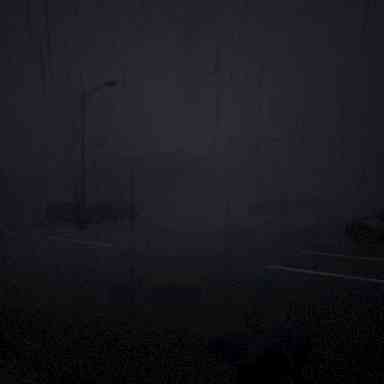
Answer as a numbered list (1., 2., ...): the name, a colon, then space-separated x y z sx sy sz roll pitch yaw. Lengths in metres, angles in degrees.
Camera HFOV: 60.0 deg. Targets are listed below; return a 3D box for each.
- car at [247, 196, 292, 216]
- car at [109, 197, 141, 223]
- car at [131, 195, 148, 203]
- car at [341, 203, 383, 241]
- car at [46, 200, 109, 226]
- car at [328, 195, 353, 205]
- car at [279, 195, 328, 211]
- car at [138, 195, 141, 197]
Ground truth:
1. car: 6.857 1.385 30.430 3.633 1.501 1.845 0 0 36
2. car: -6.317 1.440 25.364 5.027 1.636 2.152 0 0 36
3. car: -12.957 1.637 82.708 1.905 1.878 3.866 0 0 36
4. car: 8.691 1.389 14.265 3.806 1.475 1.970 0 0 36
5. car: -8.120 1.449 22.797 4.514 1.523 2.007 0 0 36
6. car: 20.671 1.155 48.141 4.605 1.855 1.932 0 0 36
7. car: 12.769 1.362 38.486 4.514 1.523 2.007 0 0 36
8. car: -10.930 1.773 75.869 2.242 1.667 4.611 0 0 36
